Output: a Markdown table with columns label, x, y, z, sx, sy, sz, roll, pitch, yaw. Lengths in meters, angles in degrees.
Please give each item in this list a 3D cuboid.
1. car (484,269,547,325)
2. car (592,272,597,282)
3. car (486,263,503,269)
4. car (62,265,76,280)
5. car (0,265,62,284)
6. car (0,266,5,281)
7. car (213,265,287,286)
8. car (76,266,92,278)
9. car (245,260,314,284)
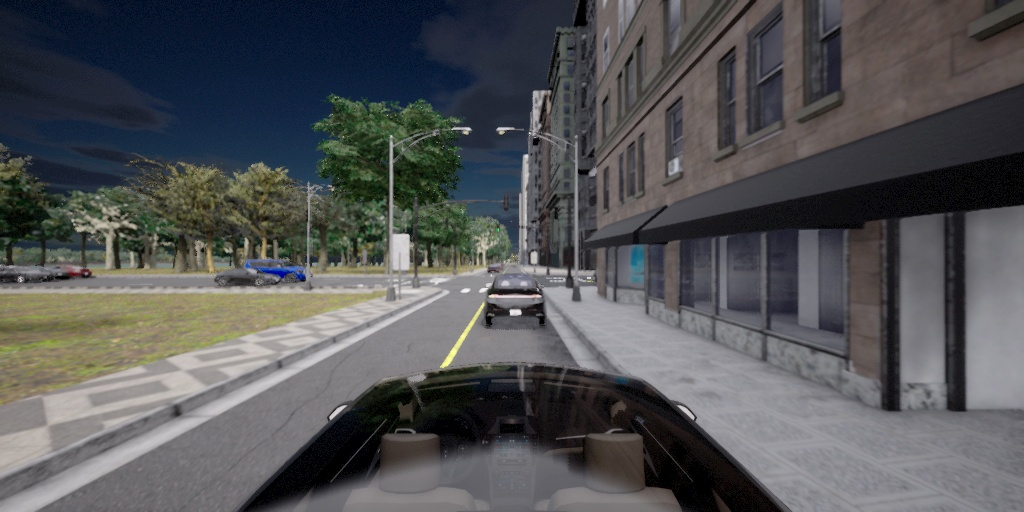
| label | x | y | z | sx | sy | sz | roll | pitch | yaw |
| --- | --- | --- | --- | --- | --- | --- | --- | --- | --- |
| car | 0.094 | 1.357 | 12.251 | 2.128 | 1.511 | 4.902 | 0 | -1 | 0 |
| car | 8.753 | 1.617 | 28.455 | 4.674 | 1.442 | 1.812 | 0 | -1 | -5 |
| car | -2.832 | 1.950 | 54.937 | 2.033 | 1.411 | 5.357 | 0 | -1 | 0 |
| car | -46.176 | 1.741 | 35.018 | 4.181 | 1.385 | 1.994 | 0 | 0 | 0 |
| car | -43.581 | 1.668 | 31.647 | 4.892 | 1.490 | 1.837 | -1 | 0 | 0 |
| car | -43.856 | 1.714 | 28.398 | 4.181 | 1.385 | 1.994 | 0 | 0 | 0 |
| car | -20.893 | 1.642 | 28.355 | 4.674 | 1.442 | 1.812 | 0 | 0 | 0 |
| car | -47.676 | 1.717 | 38.223 | 4.674 | 1.442 | 1.812 | 0 | 0 | 0 |
| car | -20.659 | 1.348 | 31.635 | 5.566 | 2.045 | 2.150 | 0 | 0 | 0 |
